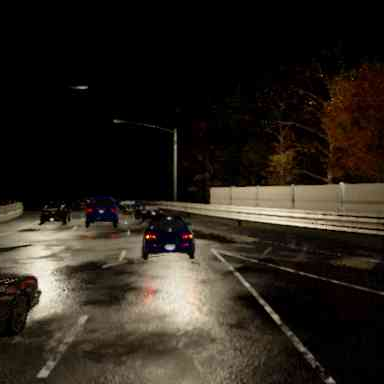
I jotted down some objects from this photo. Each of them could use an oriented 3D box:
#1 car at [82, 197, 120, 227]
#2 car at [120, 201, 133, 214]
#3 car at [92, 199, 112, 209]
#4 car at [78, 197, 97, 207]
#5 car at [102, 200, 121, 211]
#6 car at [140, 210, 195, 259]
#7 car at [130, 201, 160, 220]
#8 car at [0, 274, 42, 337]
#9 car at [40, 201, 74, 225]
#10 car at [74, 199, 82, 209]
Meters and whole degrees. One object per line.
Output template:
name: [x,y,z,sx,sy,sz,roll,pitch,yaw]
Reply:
car: [-6.647,1.424,24.764,2.150,2.045,5.566,0,0,-13]
car: [-7.557,1.806,39.161,2.128,1.511,4.902,0,-1,-20]
car: [-14.763,1.936,54.446,2.128,1.511,4.902,0,0,-28]
car: [-19.721,1.864,62.568,2.097,1.767,4.553,0,-1,-34]
car: [-11.899,1.902,48.918,1.837,1.490,4.892,0,0,-26]
car: [-0.970,1.629,12.980,1.812,1.442,4.674,0,-1,-7]
car: [-3.839,1.795,29.084,1.994,1.385,4.181,0,-1,-20]
car: [-3.577,1.581,3.651,2.033,1.411,5.357,0,0,-3]
car: [-10.660,1.723,26.170,1.837,1.490,4.892,0,-1,-15]
car: [-17.642,1.938,52.654,1.837,1.490,4.892,0,-1,-28]
